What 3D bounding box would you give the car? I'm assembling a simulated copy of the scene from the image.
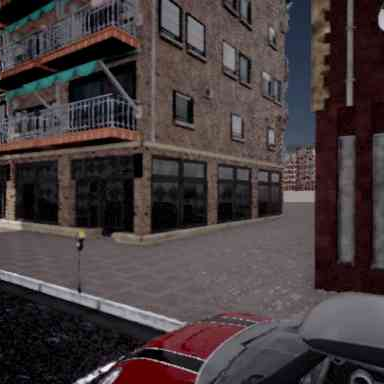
[{"bbox_3d":[1.109,1.440,2.075,4.097,1.590,1.967,0,0,36],"label":"car"}]
